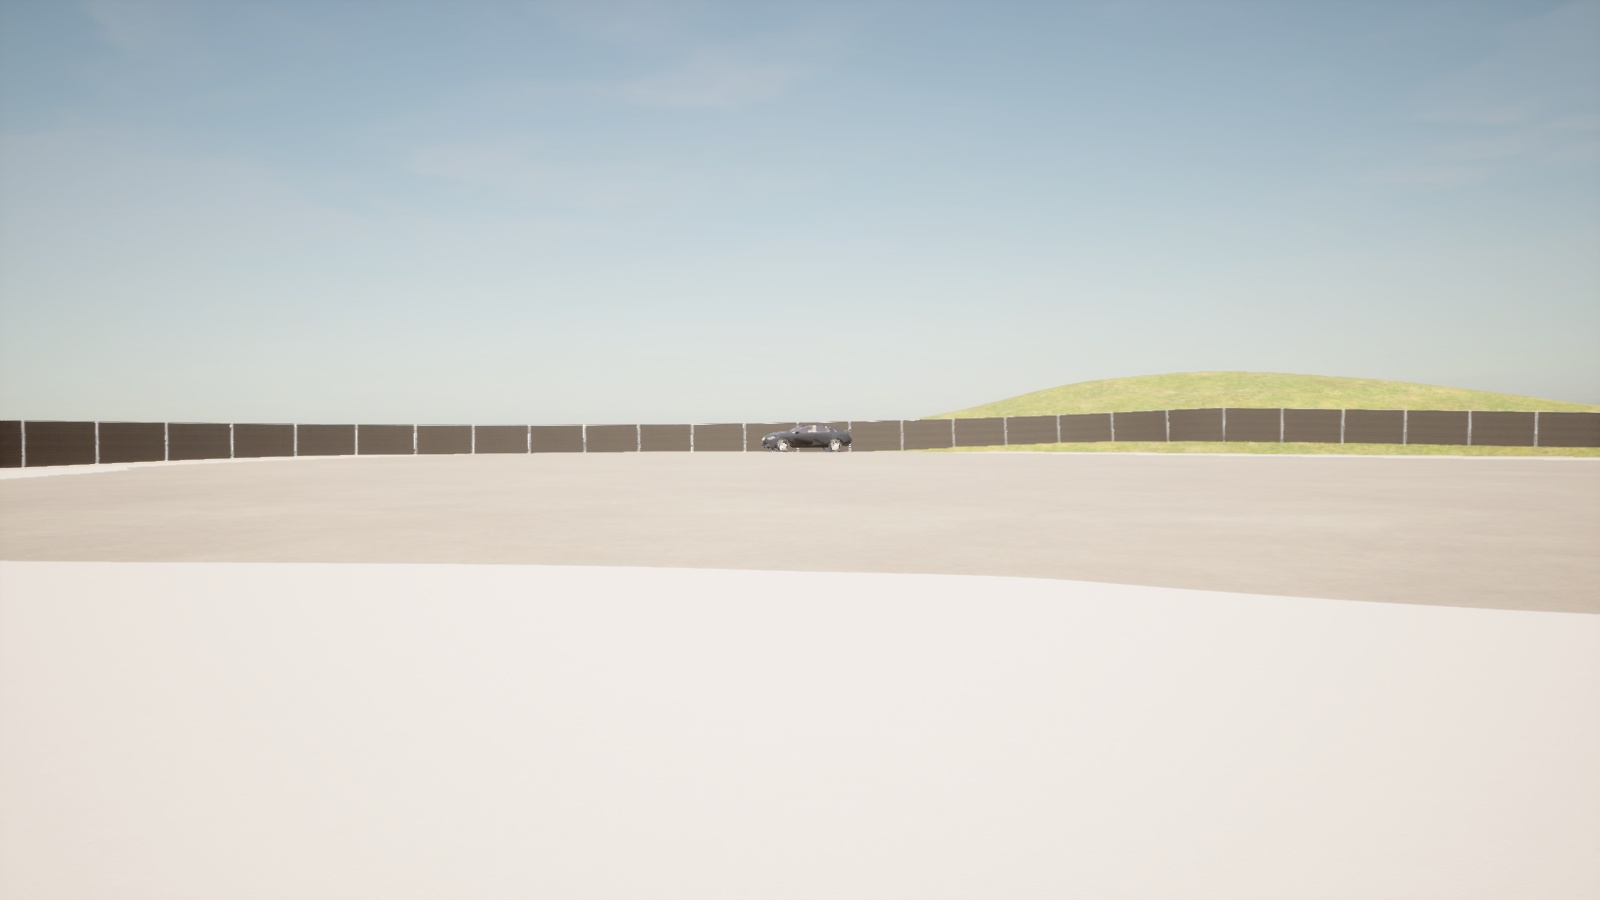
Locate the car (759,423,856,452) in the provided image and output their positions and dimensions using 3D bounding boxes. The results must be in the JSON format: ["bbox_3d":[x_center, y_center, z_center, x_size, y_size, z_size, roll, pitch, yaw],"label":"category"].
[{"bbox_3d":[0.373,-0.665,67.892,4.902,1.511,2.128,1,0,-13],"label":"car"}]
